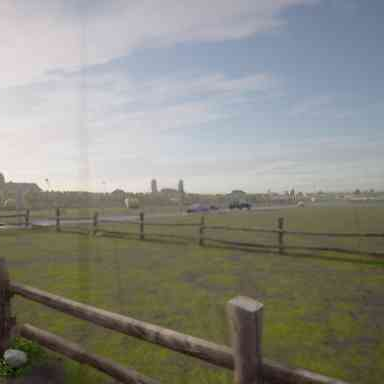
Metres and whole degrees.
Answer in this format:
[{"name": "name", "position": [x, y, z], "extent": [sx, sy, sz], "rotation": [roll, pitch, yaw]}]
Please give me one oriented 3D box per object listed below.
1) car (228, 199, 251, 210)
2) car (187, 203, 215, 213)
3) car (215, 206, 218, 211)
[{"name": "car", "position": [8.580, 2.228, 60.083], "extent": [2.150, 2.045, 5.566], "rotation": [-2, -2, 35]}, {"name": "car", "position": [1.132, 2.391, 49.338], "extent": [1.994, 1.385, 4.181], "rotation": [-2, -2, 35]}, {"name": "car", "position": [2.473, 2.587, 56.128], "extent": [1.895, 1.301, 4.718], "rotation": [-2, -2, 35]}]
